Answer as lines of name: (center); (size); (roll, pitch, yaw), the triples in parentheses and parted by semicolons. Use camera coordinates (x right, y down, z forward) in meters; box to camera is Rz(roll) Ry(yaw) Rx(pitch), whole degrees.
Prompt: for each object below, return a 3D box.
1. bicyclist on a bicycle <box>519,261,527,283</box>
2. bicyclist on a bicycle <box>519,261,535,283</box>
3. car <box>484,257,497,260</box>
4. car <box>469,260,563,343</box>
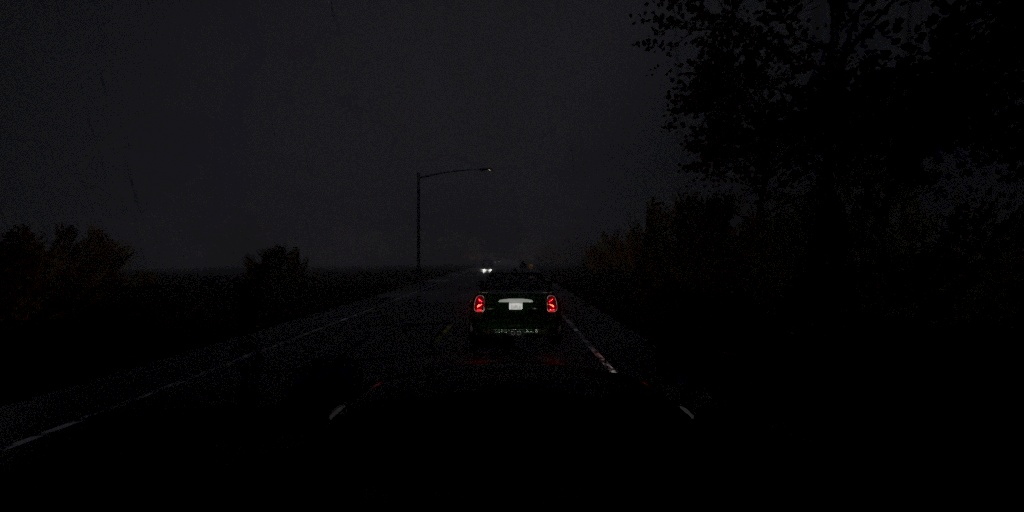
bicyclist on a bicycle: (0.842, 1.193, 27.290); (0.582, 1.620, 1.656); (0, 0, 0)
bicyclist on a bicycle: (0.904, 1.181, 17.173); (0.866, 1.612, 1.509); (0, 0, 0)
car: (-4.053, 1.227, 59.996); (2.128, 1.511, 4.902); (0, 0, -1)
car: (0.073, 1.099, 9.829); (2.097, 1.767, 4.553); (0, 0, 0)
